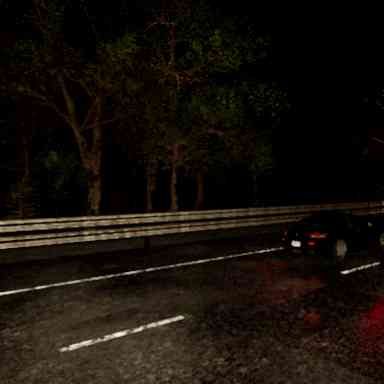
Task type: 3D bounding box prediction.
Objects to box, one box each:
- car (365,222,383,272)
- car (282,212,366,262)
[{"bbox_3d":[6.599,1.449,8.528,4.674,1.442,1.812,-1,0,-36],"label":"car"},{"bbox_3d":[5.127,1.445,11.783,4.674,1.442,1.812,-1,0,-36],"label":"car"}]
